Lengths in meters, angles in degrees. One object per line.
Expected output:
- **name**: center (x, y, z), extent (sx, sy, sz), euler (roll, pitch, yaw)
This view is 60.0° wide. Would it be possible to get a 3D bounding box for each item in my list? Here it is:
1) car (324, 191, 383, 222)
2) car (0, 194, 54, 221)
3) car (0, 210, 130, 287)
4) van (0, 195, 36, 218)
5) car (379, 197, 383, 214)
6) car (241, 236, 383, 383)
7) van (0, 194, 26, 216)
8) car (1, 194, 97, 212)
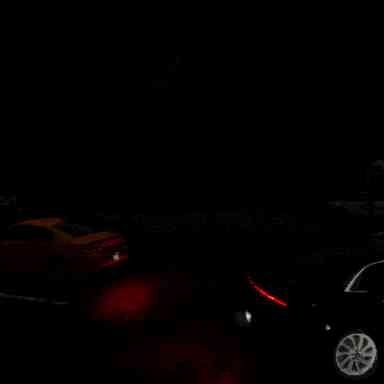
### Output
- **car**: center (11.886, 0.950, 22.315), extent (5.566, 2.045, 2.435), euler (-1, 0, 28)
- **car**: center (-14.744, 1.203, 27.856), extent (2.435, 2.045, 5.566), euler (0, 0, 27)
- **car**: center (-4.126, 1.461, 9.152), extent (5.008, 1.535, 1.882), euler (-1, 2, 23)
- **van**: center (-16.705, 1.236, 30.153), extent (1.878, 1.987, 4.442), euler (0, 0, 27)
- **car**: center (18.656, 1.127, 28.302), extent (4.674, 1.452, 2.002), euler (-1, 0, 28)
- **car**: center (3.183, 1.469, 4.906), extent (4.892, 1.490, 1.837), euler (0, 3, -7)
- **van**: center (-18.722, 1.243, 32.318), extent (1.878, 1.987, 4.442), euler (0, 0, 27)
- **car**: center (-8.681, 1.182, 21.418), extent (2.435, 2.045, 5.566), euler (0, 0, 27)
